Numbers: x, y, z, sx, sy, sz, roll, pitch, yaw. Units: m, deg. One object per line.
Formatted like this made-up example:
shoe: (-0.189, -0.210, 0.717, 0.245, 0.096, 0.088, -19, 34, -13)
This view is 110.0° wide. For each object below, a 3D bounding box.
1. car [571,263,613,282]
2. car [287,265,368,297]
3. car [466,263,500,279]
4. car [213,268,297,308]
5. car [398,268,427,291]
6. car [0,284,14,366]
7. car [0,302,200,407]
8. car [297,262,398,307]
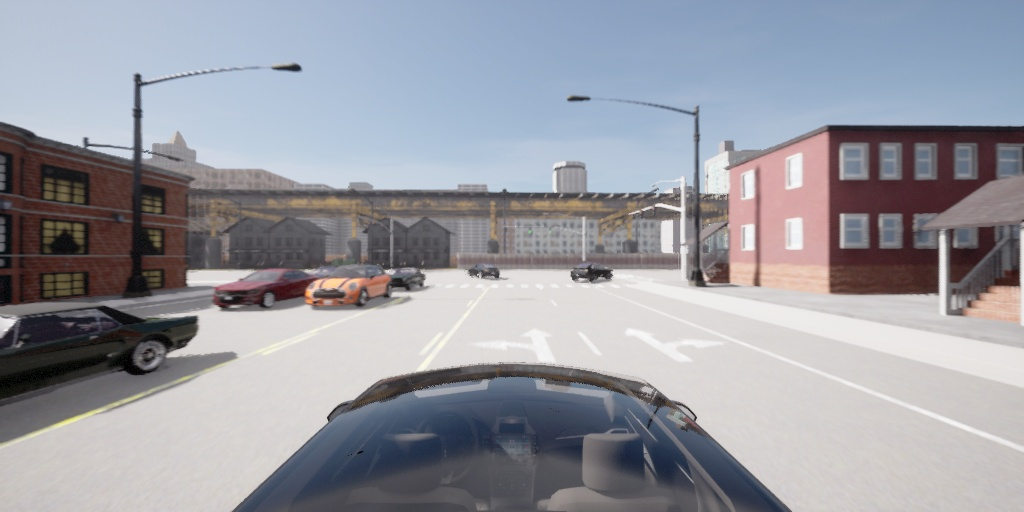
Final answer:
car: (6.788, 1.330, 30.223, 2.128, 1.511, 4.902, -1, -1, 40)
car: (-10.435, 1.322, 20.767, 2.128, 1.511, 4.902, 0, 0, 1)
car: (-2.759, 1.392, 34.048, 1.812, 1.442, 4.674, 1, 0, -29)
car: (-10.441, 1.303, 15.714, 1.882, 1.535, 5.008, 0, 0, 0)
car: (-6.904, 1.435, 22.902, 1.895, 1.301, 4.718, 0, 0, 0)
car: (-10.591, 1.267, 4.391, 2.128, 1.511, 4.902, 0, 0, 0)
car: (-7.093, 1.371, 4.794, 1.895, 1.301, 4.718, 0, 0, 0)
car: (-6.940, 1.173, 15.784, 2.097, 1.767, 4.553, 0, 0, 0)
